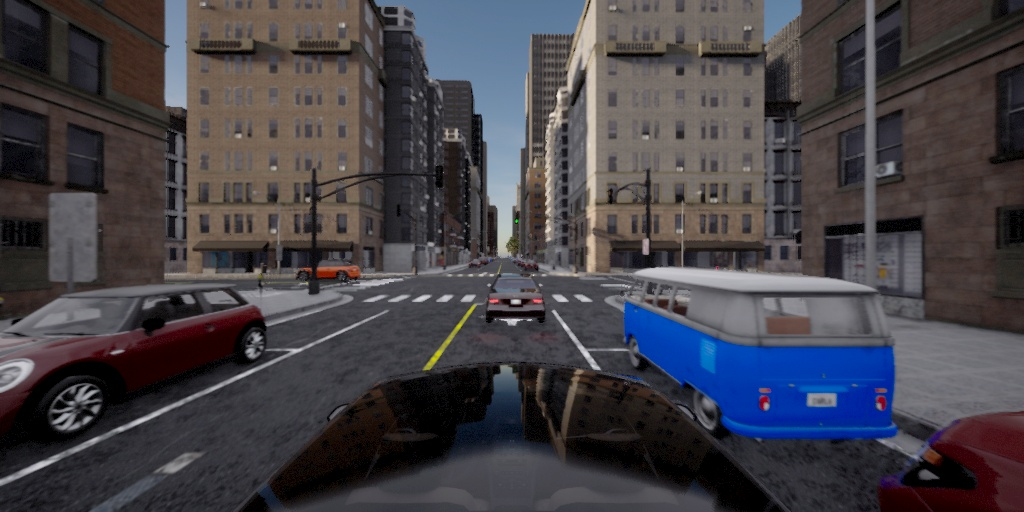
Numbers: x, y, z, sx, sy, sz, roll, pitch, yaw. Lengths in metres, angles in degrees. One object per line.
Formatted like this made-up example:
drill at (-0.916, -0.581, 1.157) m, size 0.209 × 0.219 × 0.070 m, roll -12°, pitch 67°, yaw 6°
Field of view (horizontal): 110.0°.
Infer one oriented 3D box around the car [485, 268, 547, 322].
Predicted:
car at (0.104, 1.290, 12.242) m, size 2.033 × 1.411 × 5.357 m, roll 0°, pitch 0°, yaw 0°

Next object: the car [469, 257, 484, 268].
car at (-6.188, 1.186, 60.176) m, size 1.967 × 1.591 × 4.097 m, roll 0°, pitch 0°, yaw -1°

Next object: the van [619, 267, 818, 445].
van at (2.858, 1.088, 5.157) m, size 1.690 × 1.789 × 3.998 m, roll 0°, pitch 0°, yaw 0°

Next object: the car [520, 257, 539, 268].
car at (2.581, 1.182, 49.046) m, size 1.967 × 1.591 × 4.097 m, roll 0°, pitch 0°, yaw -1°

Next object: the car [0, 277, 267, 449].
car at (-5.668, 1.187, 5.153) m, size 1.967 × 1.591 × 4.097 m, roll 0°, pitch 0°, yaw 0°

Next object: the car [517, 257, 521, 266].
car at (2.335, 1.328, 60.353) m, size 1.802 × 1.307 × 4.207 m, roll 0°, pitch 0°, yaw -1°

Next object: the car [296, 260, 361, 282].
car at (-14.567, 1.100, 28.444) m, size 4.553 × 1.767 × 2.097 m, roll 0°, pitch 0°, yaw 2°
